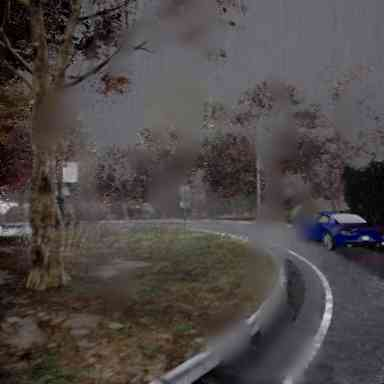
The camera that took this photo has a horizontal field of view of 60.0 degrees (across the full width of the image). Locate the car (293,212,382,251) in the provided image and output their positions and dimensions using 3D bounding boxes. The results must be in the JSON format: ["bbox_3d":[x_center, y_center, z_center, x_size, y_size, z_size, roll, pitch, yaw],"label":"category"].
[{"bbox_3d":[6.288,1.617,15.054,1.882,1.535,5.008,0,0,-7],"label":"car"}]
